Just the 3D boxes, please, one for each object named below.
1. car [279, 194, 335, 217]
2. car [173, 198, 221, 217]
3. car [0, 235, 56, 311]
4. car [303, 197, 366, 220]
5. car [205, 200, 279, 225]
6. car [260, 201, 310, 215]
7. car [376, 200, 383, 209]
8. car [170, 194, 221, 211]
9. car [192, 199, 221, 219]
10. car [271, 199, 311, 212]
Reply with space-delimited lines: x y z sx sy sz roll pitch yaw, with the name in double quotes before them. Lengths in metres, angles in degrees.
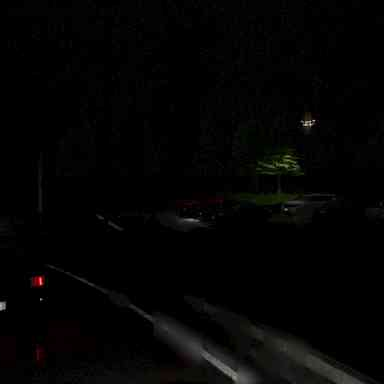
"car" 11.029 1.218 30.998 5.566 2.045 2.150 0 0 -22
"car" 1.019 1.525 30.714 4.674 1.442 1.812 0 0 -22
"car" -4.644 1.600 7.137 1.895 1.301 4.718 0 0 -41
"car" 12.088 1.477 27.649 5.008 1.535 1.882 0 0 -22
"car" 3.645 1.525 24.225 4.674 1.442 1.812 0 0 -22
"car" 9.579 1.599 34.186 4.718 1.301 1.895 0 0 -22
"car" 27.169 1.505 44.991 4.892 1.490 1.837 0 0 -21
"car" 0.513 1.221 34.307 5.566 2.045 2.150 0 0 -22
"car" 2.524 1.563 27.570 4.181 1.385 1.994 0 0 -22
"car" 11.531 1.563 38.740 4.181 1.385 1.994 0 0 -22
